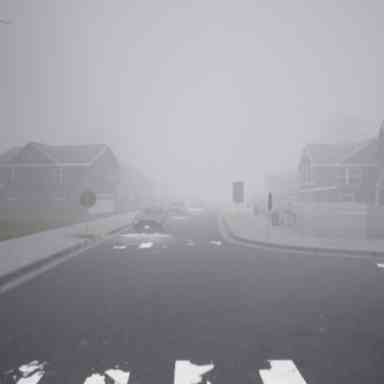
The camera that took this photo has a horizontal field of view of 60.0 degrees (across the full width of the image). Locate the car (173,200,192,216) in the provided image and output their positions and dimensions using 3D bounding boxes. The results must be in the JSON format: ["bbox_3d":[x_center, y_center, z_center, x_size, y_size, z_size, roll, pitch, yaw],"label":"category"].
[{"bbox_3d":[-1.492,1.682,34.568,2.033,1.411,5.357,0,0,5],"label":"car"}]

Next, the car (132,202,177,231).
[{"bbox_3d":[-2.414,1.621,21.494,2.033,1.411,5.357,0,0,3],"label":"car"}]

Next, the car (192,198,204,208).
[{"bbox_3d":[0.857,1.725,53.434,2.128,1.511,4.902,0,0,9],"label":"car"}]
